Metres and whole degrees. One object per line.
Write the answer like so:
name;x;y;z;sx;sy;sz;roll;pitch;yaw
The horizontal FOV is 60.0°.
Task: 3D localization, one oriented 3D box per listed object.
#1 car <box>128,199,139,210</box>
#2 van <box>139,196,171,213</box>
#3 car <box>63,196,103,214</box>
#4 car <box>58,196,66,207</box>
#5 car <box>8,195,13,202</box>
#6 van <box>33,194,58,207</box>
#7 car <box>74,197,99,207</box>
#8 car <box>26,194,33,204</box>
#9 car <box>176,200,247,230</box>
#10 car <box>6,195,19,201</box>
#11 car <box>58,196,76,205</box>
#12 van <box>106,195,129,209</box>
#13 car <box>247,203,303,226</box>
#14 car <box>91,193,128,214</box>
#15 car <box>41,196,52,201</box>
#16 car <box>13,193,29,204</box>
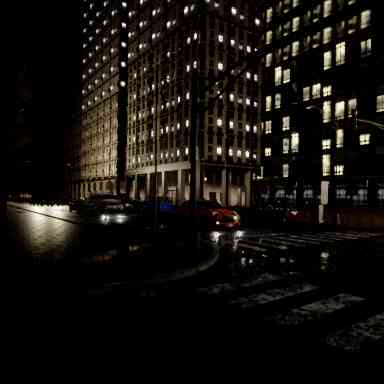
car;-7.284;1.584;42.362;2.008;1.369;4.403;1;-1;-35
van;-4.016;1.382;37.754;1.690;1.788;3.998;1;-1;-35
car;-10.857;1.427;32.909;2.008;1.369;4.403;1;-1;-35
car;-19.448;1.431;49.689;1.837;1.490;4.892;1;-1;-35
car;-36.977;1.396;69.784;1.947;1.339;4.313;1;-1;-35
van;-20.648;1.197;46.739;1.690;1.788;3.998;1;-1;-35
car;-16.062;1.517;50.269;2.033;1.411;5.357;1;-1;-36
car;-23.917;1.432;51.346;1.802;1.307;4.206;1;-1;-35
car;0.924;1.303;20.744;2.097;1.767;4.553;1;-1;-35
car;-40.241;1.377;74.393;2.008;1.369;4.403;1;-1;-35
car;-22.193;1.464;58.922;1.837;1.490;4.892;1;-1;-35
van;-10.545;1.368;46.973;1.690;1.788;3.998;1;-1;-35
car;5.778;1.505;23.925;1.967;1.590;4.097;1;-1;-35
car;-9.188;1.150;35.052;2.150;2.045;5.566;1;-1;-35
car;-36.671;1.570;83.845;1.802;1.307;4.206;1;-1;-35
car;-30.443;1.155;60.568;2.192;1.841;5.009;1;-1;-35
